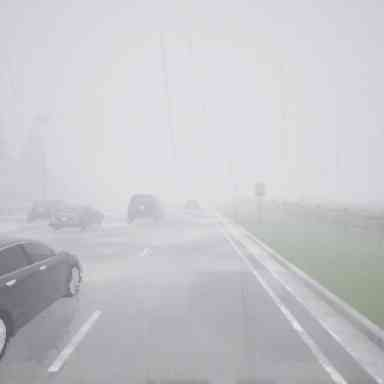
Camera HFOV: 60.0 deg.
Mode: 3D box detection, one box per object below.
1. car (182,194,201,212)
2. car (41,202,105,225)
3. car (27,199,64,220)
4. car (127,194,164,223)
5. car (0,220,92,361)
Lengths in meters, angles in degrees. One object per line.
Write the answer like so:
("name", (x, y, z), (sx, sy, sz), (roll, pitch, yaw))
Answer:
("car", (0.002, 1.271, 35.307), (1.812, 1.442, 4.674), (0, 0, 0))
("car", (-6.897, 1.513, 20.429), (2.033, 1.411, 5.357), (0, 0, 0))
("car", (-10.400, 1.310, 24.998), (2.097, 1.767, 4.553), (0, 0, 0))
("car", (-3.399, 1.179, 25.006), (2.150, 2.045, 5.566), (0, 0, 0))
("car", (-3.401, 1.495, 5.610), (1.837, 1.490, 4.892), (0, 0, 0))
